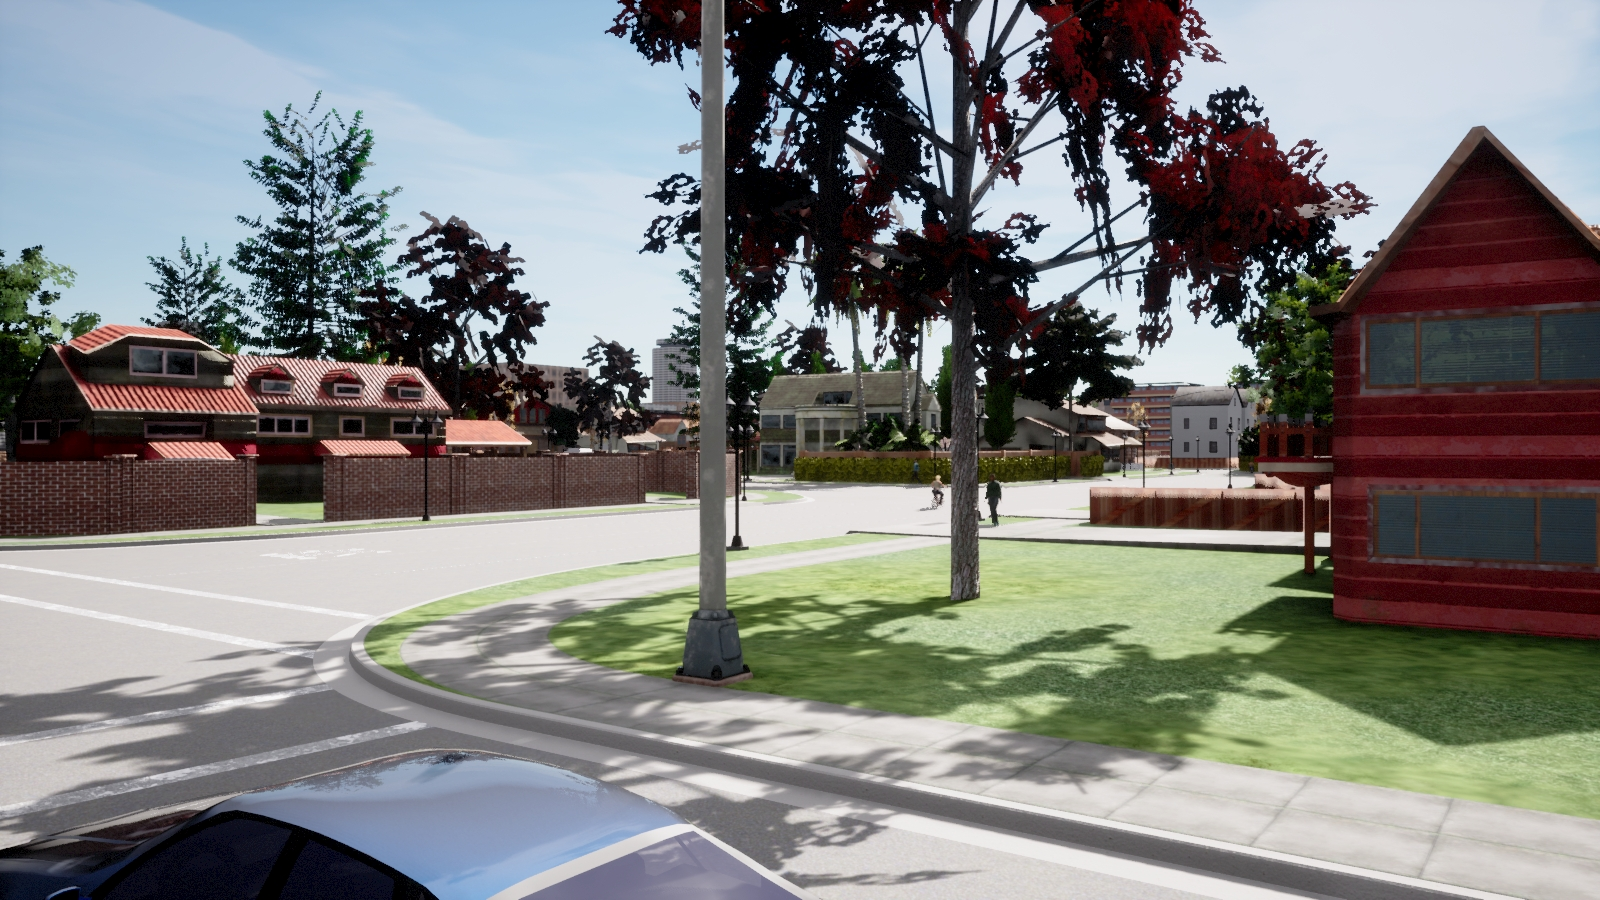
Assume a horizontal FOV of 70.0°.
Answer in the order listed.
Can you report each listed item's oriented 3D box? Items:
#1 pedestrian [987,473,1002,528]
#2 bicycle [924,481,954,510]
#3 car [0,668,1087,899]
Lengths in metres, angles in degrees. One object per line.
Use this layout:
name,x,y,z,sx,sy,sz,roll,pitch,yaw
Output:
pedestrian,6.603,1.704,38.689,0.375,1.860,0.375,0,0,35
bicycle,6.600,2.145,54.249,0.859,1.301,1.487,-1,-1,30
car,-1.713,2.106,4.943,5.357,1.411,2.033,0,0,36
